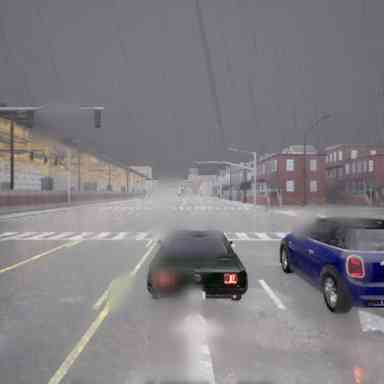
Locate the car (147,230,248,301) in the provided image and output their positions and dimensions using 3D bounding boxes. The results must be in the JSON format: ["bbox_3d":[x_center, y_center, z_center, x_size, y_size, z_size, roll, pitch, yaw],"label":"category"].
[{"bbox_3d":[0.100,1.610,8.297,1.895,1.301,4.718,0,0,0],"label":"car"}]

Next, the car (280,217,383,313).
[{"bbox_3d":[3.599,1.360,7.840,2.097,1.767,4.553,0,0,-1],"label":"car"}]
